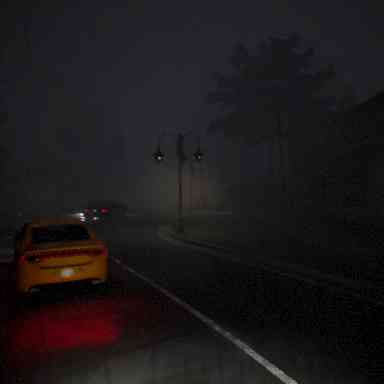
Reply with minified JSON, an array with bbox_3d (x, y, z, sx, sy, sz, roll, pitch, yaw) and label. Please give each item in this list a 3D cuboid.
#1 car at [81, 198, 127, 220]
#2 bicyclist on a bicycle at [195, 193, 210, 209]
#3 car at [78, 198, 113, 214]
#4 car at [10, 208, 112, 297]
[{"bbox_3d":[-6.613,1.361,25.942,2.033,1.411,5.357,0,0,5],"label":"car"},{"bbox_3d":[1.083,0.982,35.591,1.656,1.620,0.582,0,0,5],"label":"bicyclist on a bicycle"},{"bbox_3d":[-9.616,1.330,33.573,1.994,1.385,4.181,0,1,5],"label":"car"},{"bbox_3d":[-3.599,1.423,8.744,1.882,1.535,5.008,-1,1,-28],"label":"car"}]
